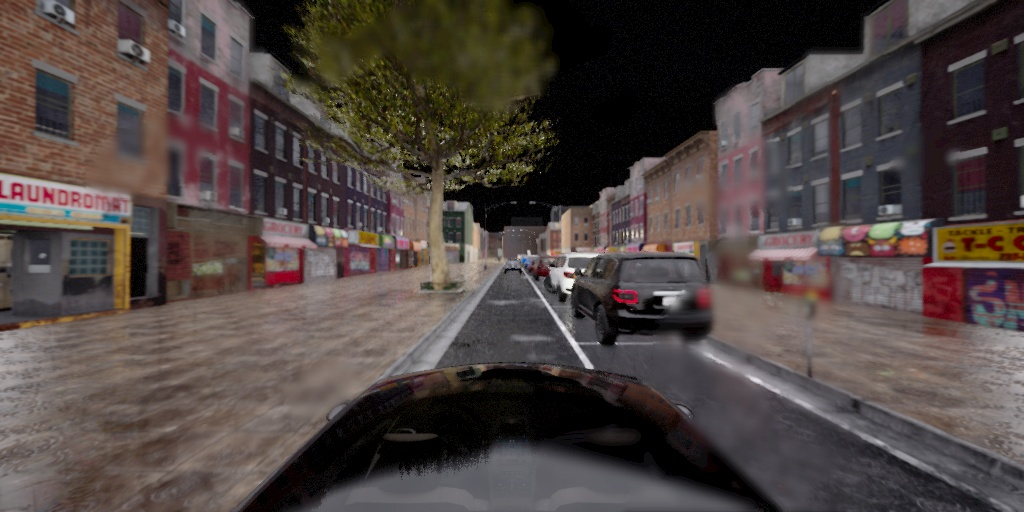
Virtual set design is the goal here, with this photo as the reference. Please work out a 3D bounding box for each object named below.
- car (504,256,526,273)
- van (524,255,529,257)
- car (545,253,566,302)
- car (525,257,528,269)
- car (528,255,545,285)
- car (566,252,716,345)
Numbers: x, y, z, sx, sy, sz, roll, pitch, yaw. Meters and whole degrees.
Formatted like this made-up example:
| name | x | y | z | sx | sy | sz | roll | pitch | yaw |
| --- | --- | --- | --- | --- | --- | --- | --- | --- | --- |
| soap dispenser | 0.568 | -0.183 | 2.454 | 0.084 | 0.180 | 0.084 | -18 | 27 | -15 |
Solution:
| name | x | y | z | sx | sy | sz | roll | pitch | yaw |
| --- | --- | --- | --- | --- | --- | --- | --- | --- | --- |
| car | 0.106 | 1.052 | 38.324 | 2.033 | 1.411 | 5.357 | 0 | 0 | 0 |
| van | 2.661 | 0.806 | 44.121 | 1.690 | 1.789 | 3.998 | 0 | 0 | 0 |
| car | 2.982 | 0.873 | 16.438 | 2.150 | 2.045 | 5.566 | 0 | 0 | 0 |
| car | 2.658 | 1.048 | 38.580 | 1.888 | 1.381 | 4.507 | 0 | 0 | 0 |
| car | 2.652 | 0.892 | 27.498 | 2.192 | 1.841 | 5.009 | 0 | 0 | 0 |
| car | 2.985 | 0.927 | 9.421 | 2.150 | 2.045 | 5.566 | 0 | 0 | 0 |
